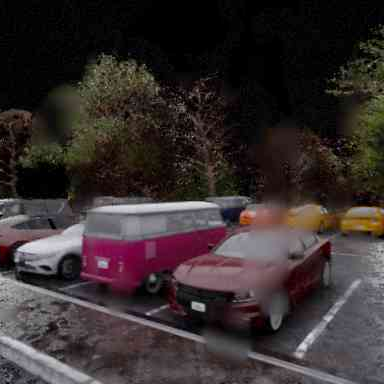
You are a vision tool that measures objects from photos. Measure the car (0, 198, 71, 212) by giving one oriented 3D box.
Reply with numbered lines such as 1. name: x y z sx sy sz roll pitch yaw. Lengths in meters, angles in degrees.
1. car: -7.507 1.297 13.594 2.435 2.045 5.566 0 0 36

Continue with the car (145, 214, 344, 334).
1. car: 1.547 1.495 7.163 2.097 1.535 5.008 0 0 36

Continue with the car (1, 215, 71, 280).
1. car: -2.971 1.562 10.390 2.002 1.452 4.674 0 0 36

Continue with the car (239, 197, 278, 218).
1. car: 4.776 1.396 20.888 2.185 1.767 4.553 0 0 36

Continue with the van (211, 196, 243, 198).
1. van: 2.609 1.309 22.619 1.878 1.987 4.442 0 0 36

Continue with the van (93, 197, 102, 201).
1. van: -6.501 1.387 29.133 1.878 1.987 4.442 -1 0 36

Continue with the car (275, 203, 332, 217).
1. car: 6.944 1.508 19.370 2.097 1.535 5.008 0 0 36

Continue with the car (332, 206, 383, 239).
1. car: 9.300 1.494 17.686 2.097 1.535 5.008 0 0 36

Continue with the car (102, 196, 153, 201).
1. car: -4.201 1.331 27.378 2.435 2.045 5.566 -1 0 36

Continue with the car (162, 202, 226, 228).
1. car: 0.284 1.549 24.130 2.231 1.521 4.892 0 0 36

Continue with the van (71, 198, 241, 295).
1. van: -0.648 1.283 8.869 1.878 1.987 4.442 0 0 36

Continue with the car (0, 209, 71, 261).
1. car: -5.213 1.565 12.026 2.163 1.488 4.792 0 0 36
